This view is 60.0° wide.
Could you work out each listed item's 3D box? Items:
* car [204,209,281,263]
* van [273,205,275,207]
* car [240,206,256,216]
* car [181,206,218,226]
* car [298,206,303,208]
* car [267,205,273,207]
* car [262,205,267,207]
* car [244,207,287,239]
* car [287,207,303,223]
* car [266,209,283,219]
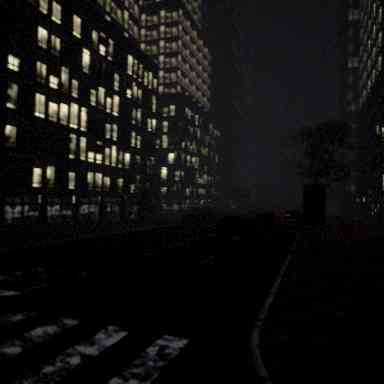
[{"bbox_3d":[2.424,1.871,14.622,2.192,1.841,5.009,1,-2,20],"label":"car"},{"bbox_3d":[19.414,4.210,85.269,1.690,1.788,3.998,1,-2,20],"label":"van"},{"bbox_3d":[9.985,3.370,59.137,1.967,1.590,4.097,1,-2,20],"label":"car"},{"bbox_3d":[0.563,2.311,33.011,2.192,1.841,5.009,1,-2,20],"label":"car"},{"bbox_3d":[15.009,3.249,48.518,1.882,1.535,5.008,1,-2,20],"label":"car"},{"bbox_3d":[17.526,4.121,80.041,1.967,1.590,4.097,1,-2,20],"label":"car"},{"bbox_3d":[13.753,3.856,69.586,2.008,1.369,4.403,1,-2,20],"label":"car"},{"bbox_3d":[4.218,2.054,19.879,2.192,1.841,5.009,1,-2,20],"label":"car"},{"bbox_3d":[12.640,3.040,41.934,1.837,1.490,4.892,1,-2,20],"label":"car"},{"bbox_3d":[12.640,3.375,50.821,1.895,1.301,4.718,1,-2,20],"label":"car"}]
